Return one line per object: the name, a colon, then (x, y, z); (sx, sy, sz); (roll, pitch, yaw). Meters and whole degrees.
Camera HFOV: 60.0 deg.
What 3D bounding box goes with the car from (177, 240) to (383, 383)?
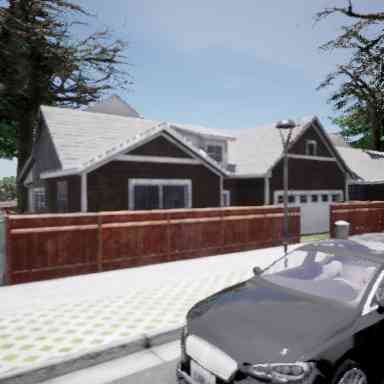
car: (2.097, 1.488, 4.556); (4.902, 1.511, 2.128); (0, 0, -35)
